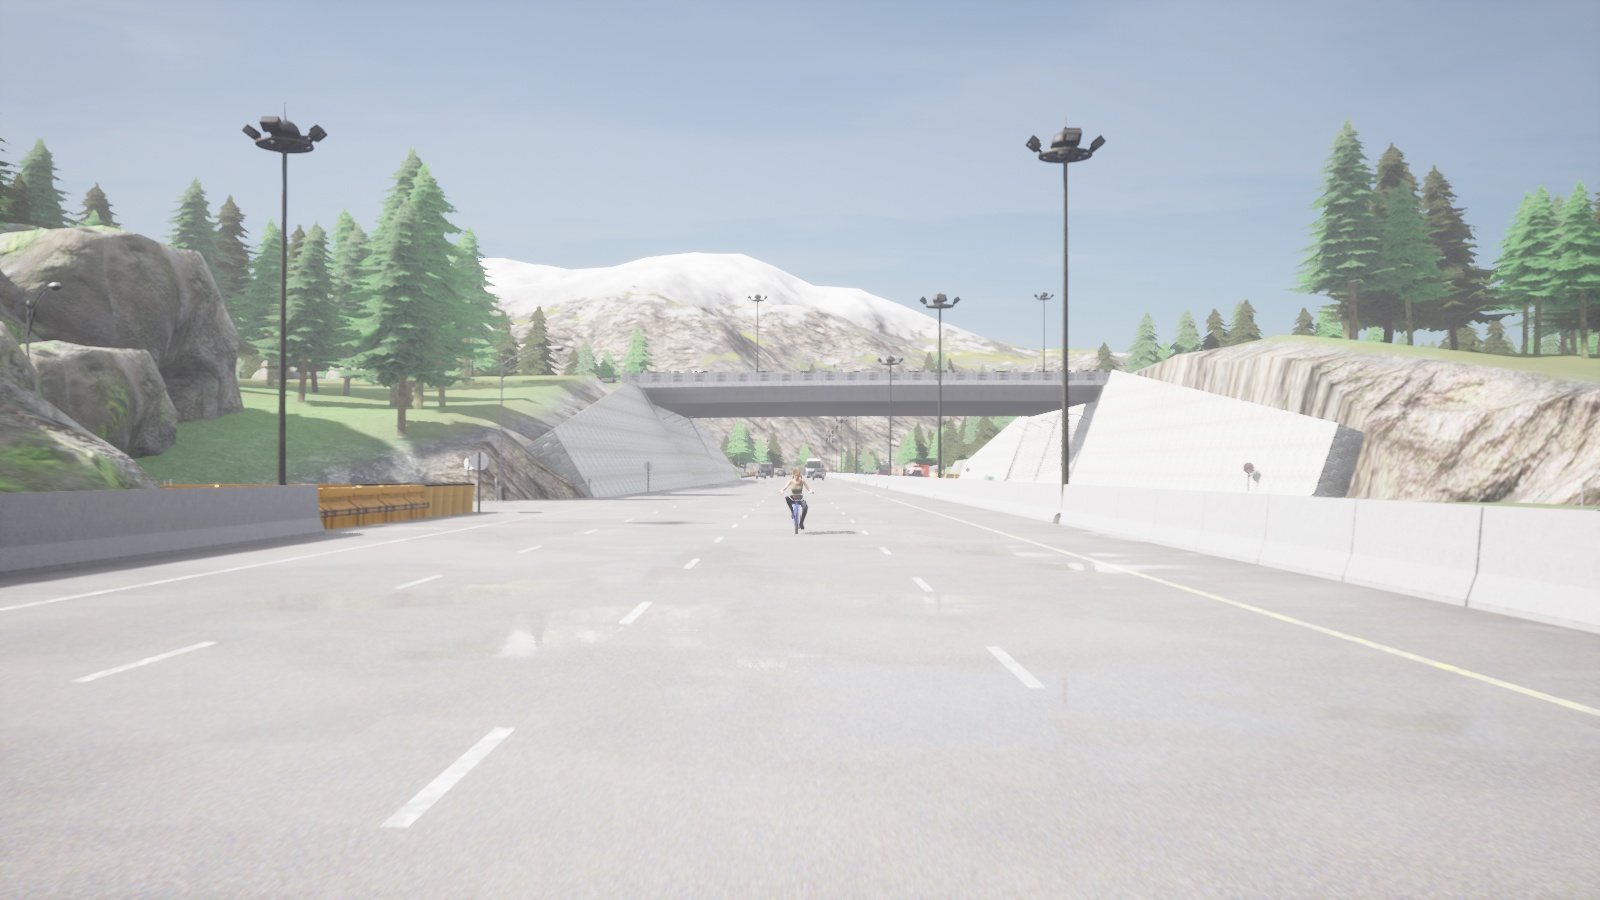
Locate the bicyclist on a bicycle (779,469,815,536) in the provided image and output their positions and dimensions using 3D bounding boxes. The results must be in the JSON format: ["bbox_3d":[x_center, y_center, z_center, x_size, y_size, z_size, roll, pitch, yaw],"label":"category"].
[{"bbox_3d":[-0.071,1.271,31.060,0.866,1.612,1.509,0,-1,0],"label":"bicyclist on a bicycle"}]
